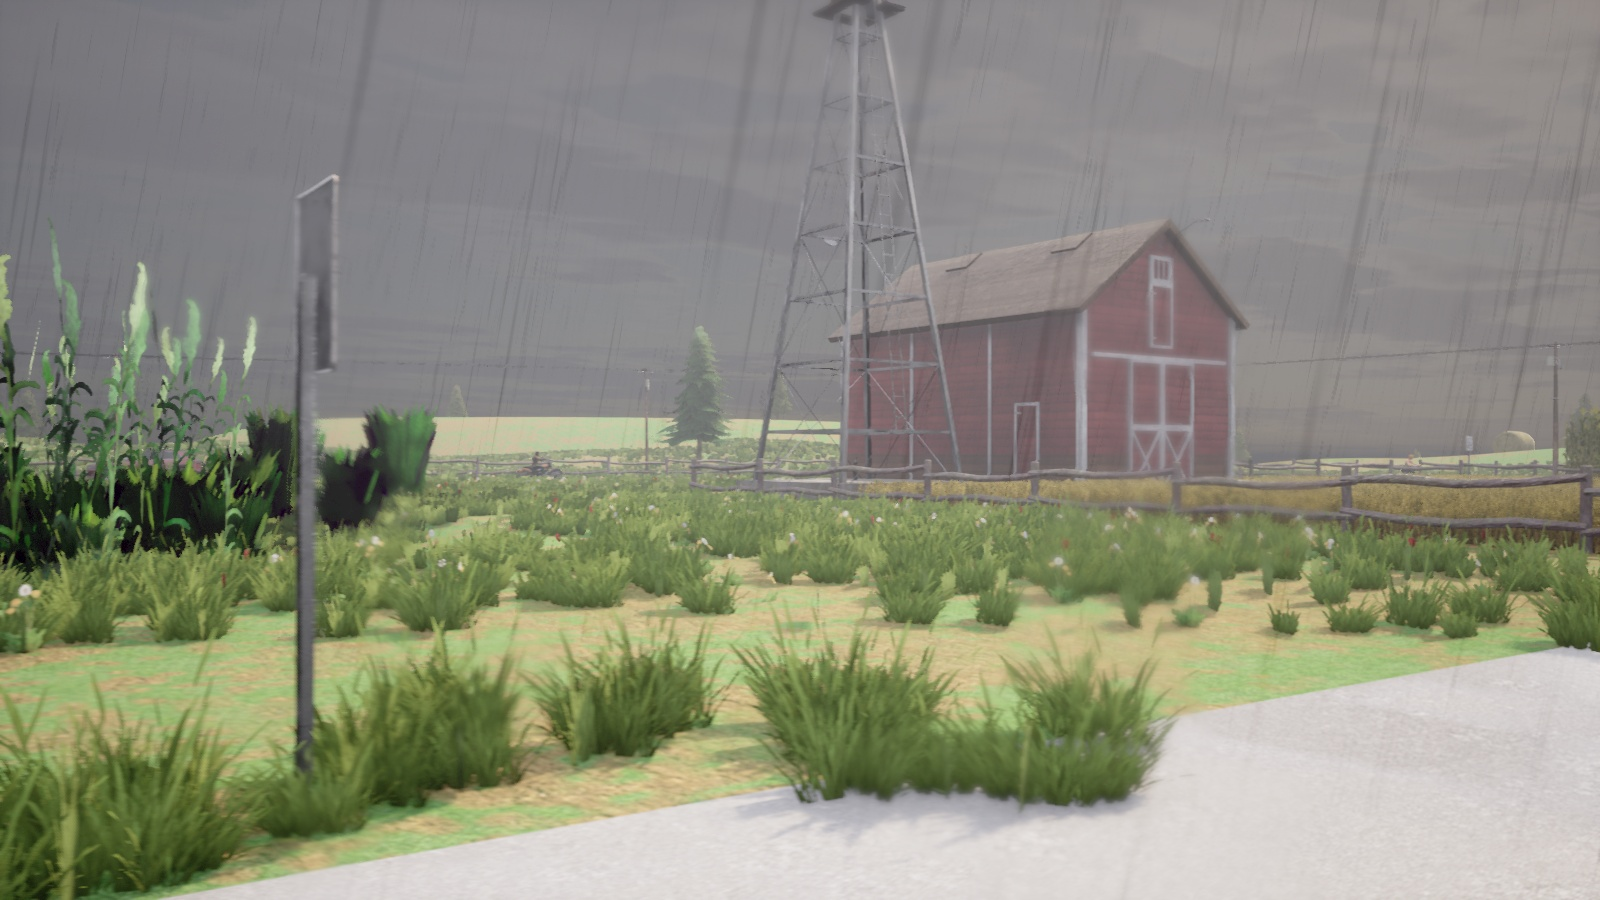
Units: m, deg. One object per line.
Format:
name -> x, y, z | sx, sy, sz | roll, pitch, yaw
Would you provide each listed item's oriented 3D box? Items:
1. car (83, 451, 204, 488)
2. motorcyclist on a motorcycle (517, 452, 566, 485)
car -> -30.344, 0.896, 58.095 | 4.856, 1.649, 2.033 | 0, 0, -29
motorcyclist on a motorcycle -> -13.179, 0.925, 64.025 | 2.350, 1.649, 0.766 | 0, 0, -29
